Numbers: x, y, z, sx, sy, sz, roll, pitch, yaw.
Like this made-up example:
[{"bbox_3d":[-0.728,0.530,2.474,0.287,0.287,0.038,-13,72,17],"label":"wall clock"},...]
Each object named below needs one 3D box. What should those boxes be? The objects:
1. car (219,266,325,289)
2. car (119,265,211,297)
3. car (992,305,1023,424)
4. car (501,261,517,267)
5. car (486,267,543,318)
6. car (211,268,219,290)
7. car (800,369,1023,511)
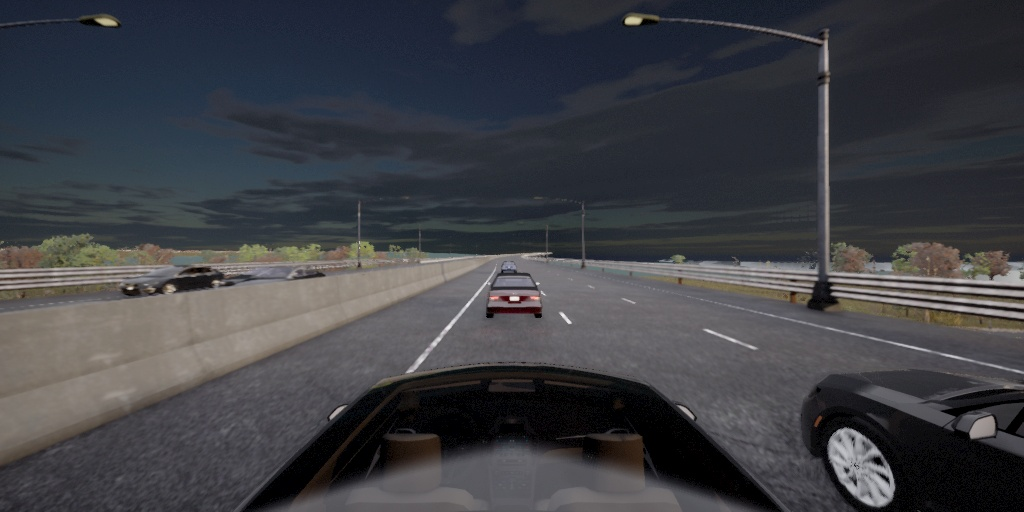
[{"bbox_3d":[-10.674,1.244,16.898,2.128,1.511,4.902,0,0,-1],"label":"car"},{"bbox_3d":[-17.693,1.259,19.011,1.837,1.490,4.892,0,0,0],"label":"car"},{"bbox_3d":[7.092,1.312,2.466,1.994,1.385,4.181,0,0,0],"label":"car"},{"bbox_3d":[-0.371,1.286,42.038,2.033,1.411,5.357,0,0,-1],"label":"car"},{"bbox_3d":[0.056,1.298,13.018,2.033,1.411,5.357,0,0,0],"label":"car"},{"bbox_3d":[-14.210,1.301,20.936,2.033,1.411,5.357,0,0,-1],"label":"car"},{"bbox_3d":[3.592,1.254,1.314,1.837,1.490,4.892,0,0,0],"label":"car"}]
